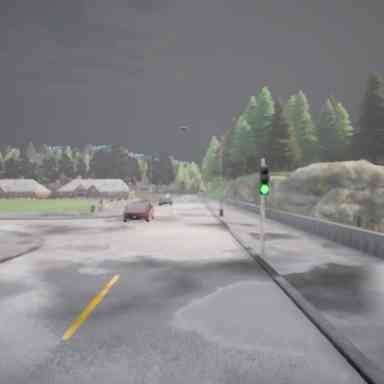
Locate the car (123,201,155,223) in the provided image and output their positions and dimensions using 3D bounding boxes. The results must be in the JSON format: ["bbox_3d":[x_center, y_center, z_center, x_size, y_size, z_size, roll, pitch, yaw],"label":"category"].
[{"bbox_3d":[-4.006,1.453,25.640,1.882,1.535,5.008,0,0,0],"label":"car"}]

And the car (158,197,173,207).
[{"bbox_3d":[-4.010,1.463,51.139,1.994,1.385,4.181,0,0,0],"label":"car"}]
